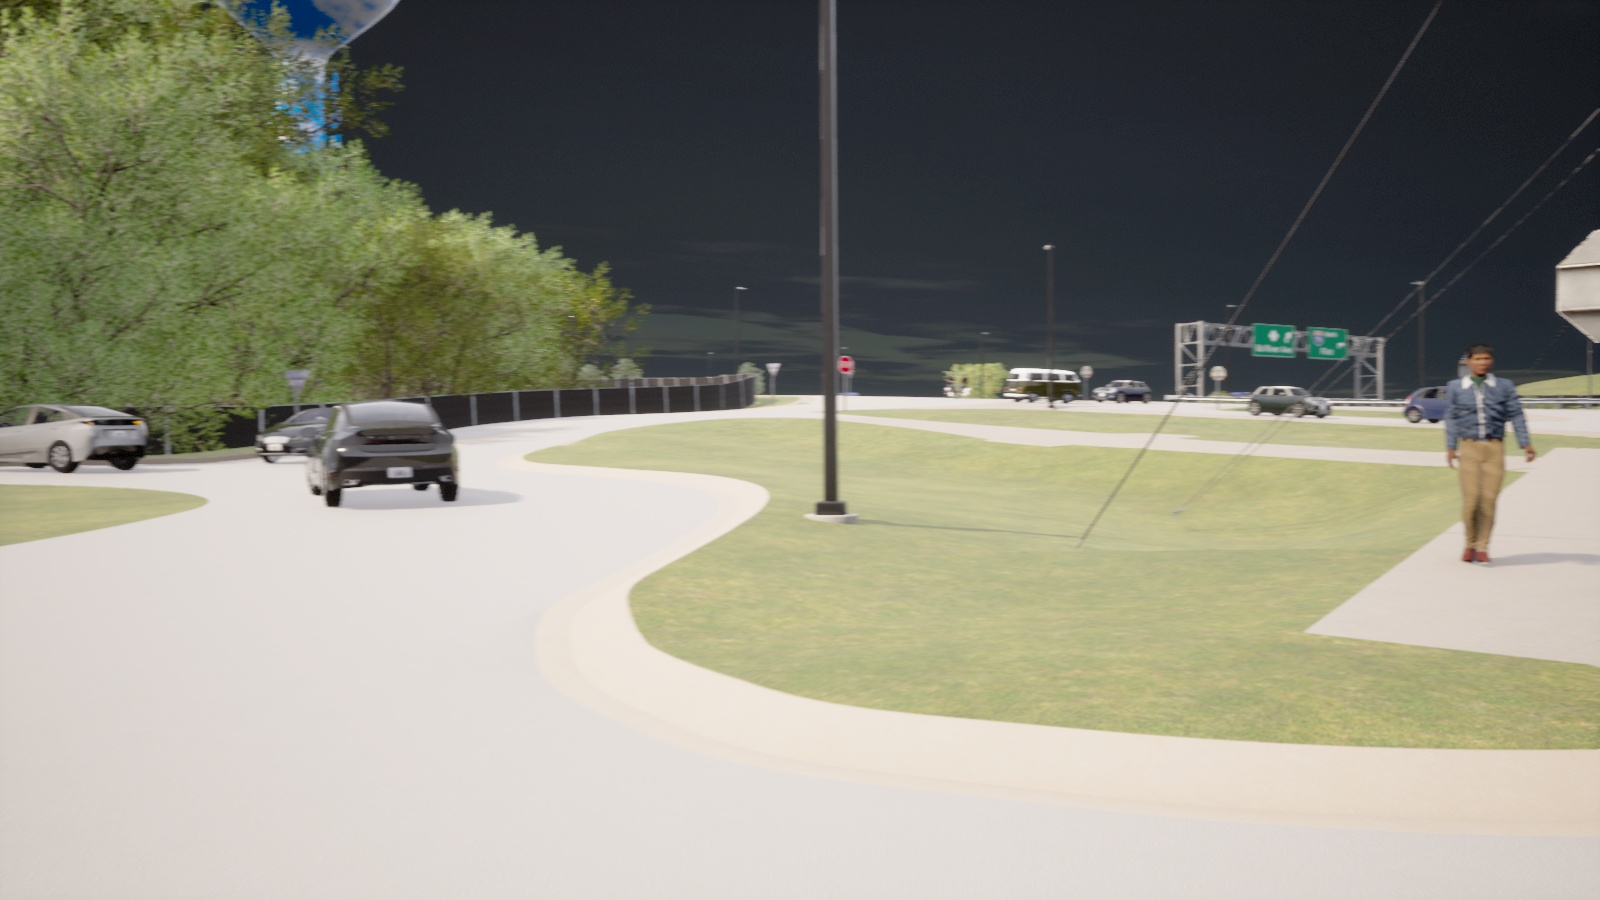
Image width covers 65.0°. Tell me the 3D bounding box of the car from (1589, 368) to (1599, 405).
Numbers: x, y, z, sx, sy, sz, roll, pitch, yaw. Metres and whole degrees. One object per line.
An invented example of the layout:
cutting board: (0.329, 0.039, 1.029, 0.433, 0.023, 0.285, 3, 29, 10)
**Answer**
car: (37.274, -2.870, 56.358, 2.152, 1.651, 5.027, -2, 3, 21)

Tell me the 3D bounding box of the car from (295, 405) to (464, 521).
car: (-6.594, 0.123, 19.335, 1.837, 1.490, 4.892, -3, 2, -25)

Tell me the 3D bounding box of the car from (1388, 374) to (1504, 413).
car: (27.685, -2.433, 53.922, 1.851, 1.617, 3.988, -2, 4, -33)

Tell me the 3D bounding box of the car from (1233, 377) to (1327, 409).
car: (23.299, -2.796, 61.048, 1.970, 1.475, 3.806, -2, 4, -31)

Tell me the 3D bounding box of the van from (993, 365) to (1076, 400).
van: (14.027, -4.079, 75.264, 4.480, 2.038, 2.069, -1, 4, -24)

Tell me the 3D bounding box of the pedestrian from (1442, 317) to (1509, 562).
pedestrian: (5.603, -0.083, 10.438, 0.423, 1.949, 0.788, -1, 0, 27)

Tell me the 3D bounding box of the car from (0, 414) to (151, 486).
car: (-17.269, -0.001, 28.427, 4.514, 1.525, 2.007, -1, 2, 20)

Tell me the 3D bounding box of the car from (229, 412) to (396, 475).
car: (-13.923, -0.249, 36.245, 2.128, 1.511, 4.902, -1, 3, 11)

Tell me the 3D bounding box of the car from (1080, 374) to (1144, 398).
car: (20.316, -4.180, 81.720, 3.806, 1.475, 1.970, -2, 4, -34)
